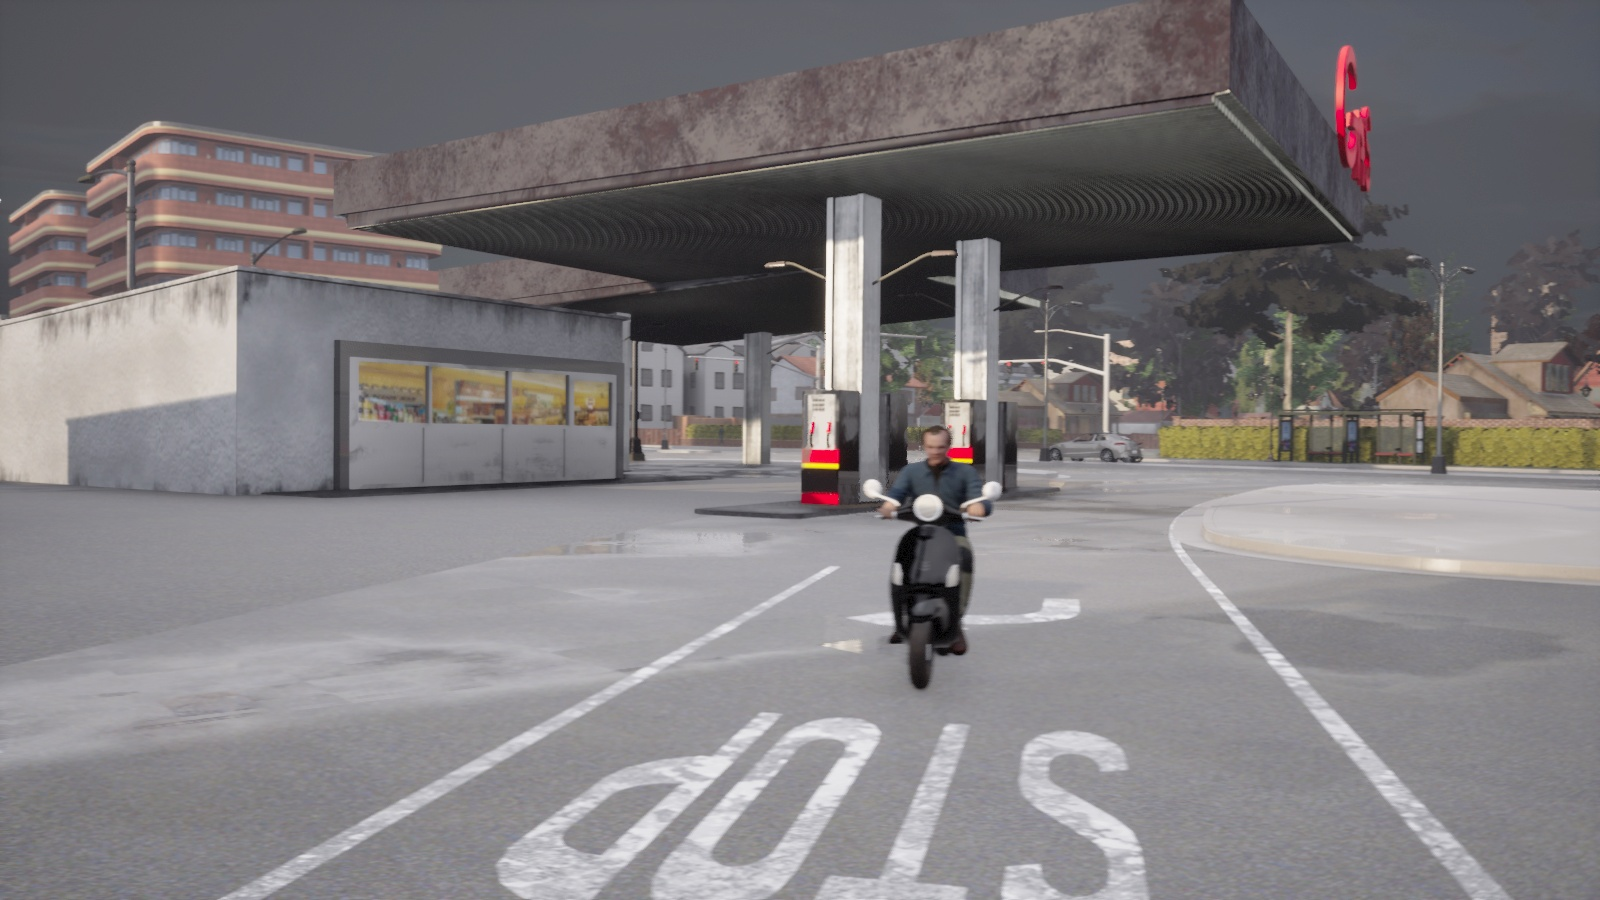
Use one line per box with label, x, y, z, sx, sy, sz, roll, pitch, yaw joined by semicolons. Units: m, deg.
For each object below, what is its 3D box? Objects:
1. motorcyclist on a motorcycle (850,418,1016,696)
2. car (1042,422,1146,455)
motorcyclist on a motorcycle;0.915;0.618;8.155;0.866;1.590;1.817;0;0;12
car;15.460;-0.592;66.276;2.152;1.651;5.027;-1;1;-41
